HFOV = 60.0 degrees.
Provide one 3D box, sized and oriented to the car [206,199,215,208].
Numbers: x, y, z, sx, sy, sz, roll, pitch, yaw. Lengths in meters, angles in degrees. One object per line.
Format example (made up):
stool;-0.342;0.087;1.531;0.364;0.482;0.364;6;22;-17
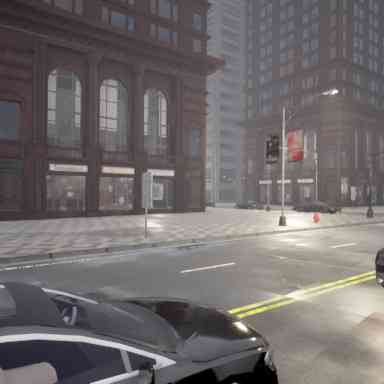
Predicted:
car;1.701;1.744;53.754;1.882;1.535;5.008;1;-1;-35

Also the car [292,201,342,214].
car;13.706;1.719;36.824;2.033;1.411;5.357;1;-1;-35

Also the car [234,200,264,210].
car;7.726;1.783;45.254;1.994;1.385;4.181;1;-1;-35

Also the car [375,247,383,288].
car;6.198;1.515;7.843;4.892;1.490;1.837;0;0;-35

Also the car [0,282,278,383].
car;-1.421;1.492;2.426;4.902;1.511;2.128;0;0;-35
